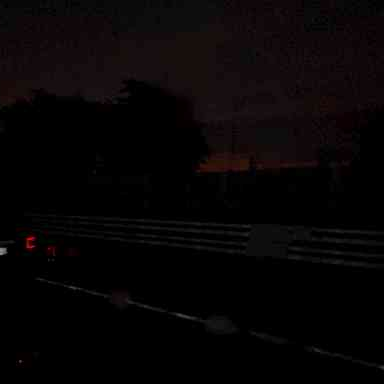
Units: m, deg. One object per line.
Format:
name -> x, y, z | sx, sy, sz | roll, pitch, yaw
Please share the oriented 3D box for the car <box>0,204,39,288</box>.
car -> -6.111, 1.333, 8.353 | 5.566, 2.045, 2.150 | -1, 0, 36
